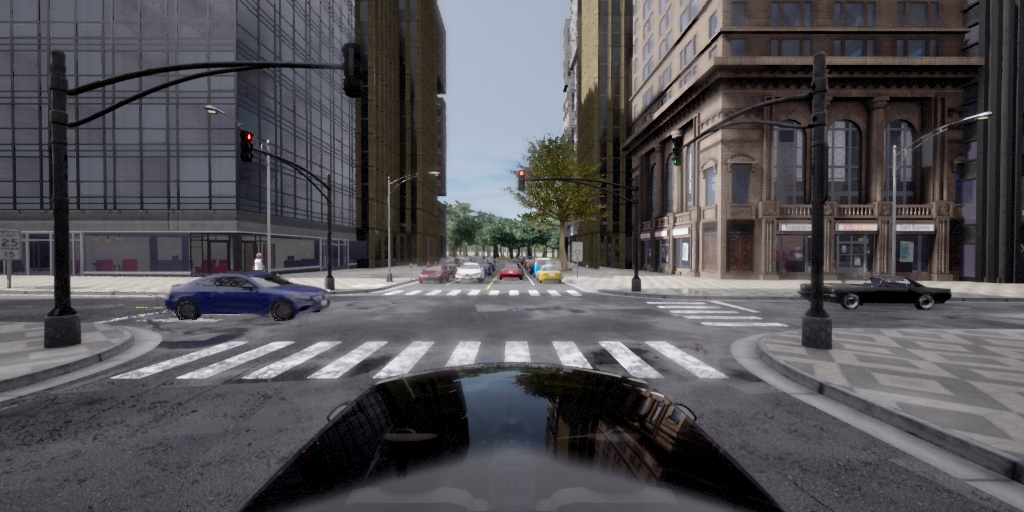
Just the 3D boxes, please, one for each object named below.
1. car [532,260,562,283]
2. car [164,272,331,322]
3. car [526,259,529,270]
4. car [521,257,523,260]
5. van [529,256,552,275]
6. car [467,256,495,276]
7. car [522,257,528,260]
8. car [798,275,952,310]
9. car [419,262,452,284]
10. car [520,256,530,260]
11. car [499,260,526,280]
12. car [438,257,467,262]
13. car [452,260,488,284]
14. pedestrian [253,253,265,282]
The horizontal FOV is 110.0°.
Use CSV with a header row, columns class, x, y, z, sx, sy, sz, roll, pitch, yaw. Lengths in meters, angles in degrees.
class,x,y,z,sx,sy,sz,roll,pitch,yaw
car,2.765,1.254,27.104,1.751,1.417,4.829,0,0,0
car,-8.378,1.233,11.533,4.674,1.442,1.812,0,1,0
car,2.767,1.275,38.294,1.948,1.339,4.313,0,0,0
car,2.769,1.212,55.332,1.888,1.381,4.507,0,0,0
van,2.766,1.060,32.614,1.690,1.789,3.998,0,0,0
car,-3.094,1.065,36.050,2.097,1.767,4.553,0,0,0
car,2.768,1.208,49.823,1.751,1.417,4.829,0,0,0
car,14.711,1.444,14.777,4.718,1.301,1.895,0,1,0
car,-5.760,1.310,26.926,1.802,1.307,4.207,0,0,0
car,2.769,1.202,61.011,2.007,1.370,4.403,0,0,0
car,-0.034,1.286,31.321,1.994,1.385,4.181,0,0,2
car,-5.759,1.034,32.607,2.192,1.841,5.009,0,0,0
car,-3.094,1.254,27.169,1.812,1.442,4.674,0,0,0
pedestrian,-12.521,0.741,17.756,0.375,1.860,0.375,0,0,0
